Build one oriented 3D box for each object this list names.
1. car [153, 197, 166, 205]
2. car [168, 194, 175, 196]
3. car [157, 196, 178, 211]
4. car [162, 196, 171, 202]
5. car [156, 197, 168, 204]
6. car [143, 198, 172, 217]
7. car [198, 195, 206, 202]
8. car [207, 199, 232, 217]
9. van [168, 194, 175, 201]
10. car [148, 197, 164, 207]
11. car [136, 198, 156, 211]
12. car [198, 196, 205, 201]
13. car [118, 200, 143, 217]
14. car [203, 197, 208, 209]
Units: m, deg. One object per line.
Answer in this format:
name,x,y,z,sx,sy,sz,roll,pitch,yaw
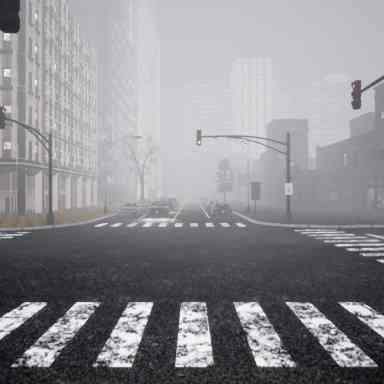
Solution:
car,-5.708,1.609,58.487,1.947,1.339,4.313,0,0,0
car,-3.105,1.513,50.910,1.882,1.535,5.008,0,0,0
car,-3.110,1.590,40.926,1.994,1.385,4.181,0,0,0
car,-5.714,1.650,75.109,1.802,1.307,4.206,0,0,0
car,-5.710,1.616,64.028,1.947,1.339,4.313,0,0,0
car,-3.128,1.581,30.963,1.994,1.385,4.181,0,0,-2
car,2.667,1.619,75.112,2.008,1.369,4.403,0,0,0
car,2.682,1.561,30.786,1.887,1.381,4.507,0,0,0
van,-5.719,1.437,91.733,1.690,1.788,3.998,0,0,0
car,-5.706,1.588,52.946,2.008,1.369,4.403,0,0,0
car,-5.703,1.552,41.695,1.752,1.417,4.829,0,0,0
car,2.662,1.662,91.736,1.947,1.339,4.313,0,0,0
car,-5.699,1.599,30.783,1.802,1.307,4.206,0,0,0
car,2.678,1.608,41.868,1.802,1.307,4.206,0,0,0
